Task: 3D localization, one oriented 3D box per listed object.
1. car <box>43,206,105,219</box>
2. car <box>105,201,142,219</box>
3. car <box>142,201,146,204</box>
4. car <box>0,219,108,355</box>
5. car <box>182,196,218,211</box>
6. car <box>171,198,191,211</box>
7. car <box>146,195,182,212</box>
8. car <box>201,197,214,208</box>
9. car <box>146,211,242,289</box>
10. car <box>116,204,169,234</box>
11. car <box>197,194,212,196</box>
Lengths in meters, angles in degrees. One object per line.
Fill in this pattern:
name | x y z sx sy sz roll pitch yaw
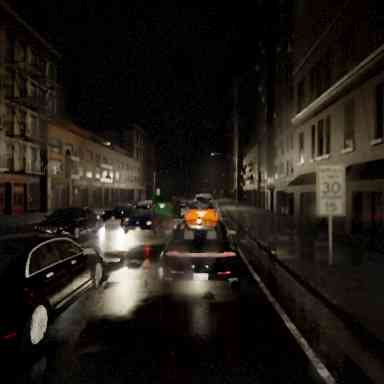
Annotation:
car | -6.234 1.533 17.112 1.837 1.490 4.892 0 0 2
car | -5.762 1.638 27.002 1.895 1.301 4.718 0 0 4
car | -5.148 1.646 37.191 1.895 1.301 4.718 0 0 4
car | -3.072 1.518 6.146 1.837 1.490 4.892 0 0 1
car | 0.669 1.382 21.973 2.097 1.767 4.553 0 0 2
car | -1.354 1.597 44.071 2.033 1.411 5.357 0 0 4
car | -2.288 1.261 29.922 2.150 2.045 5.566 0 0 4
car | 2.367 1.530 50.760 1.882 1.535 5.008 0 0 4
car | 0.234 1.509 9.187 2.128 1.511 4.902 0 0 1
car | -2.708 1.631 19.408 1.895 1.301 4.718 0 0 2
car | 1.345 1.265 35.003 2.150 2.045 5.566 0 0 4
